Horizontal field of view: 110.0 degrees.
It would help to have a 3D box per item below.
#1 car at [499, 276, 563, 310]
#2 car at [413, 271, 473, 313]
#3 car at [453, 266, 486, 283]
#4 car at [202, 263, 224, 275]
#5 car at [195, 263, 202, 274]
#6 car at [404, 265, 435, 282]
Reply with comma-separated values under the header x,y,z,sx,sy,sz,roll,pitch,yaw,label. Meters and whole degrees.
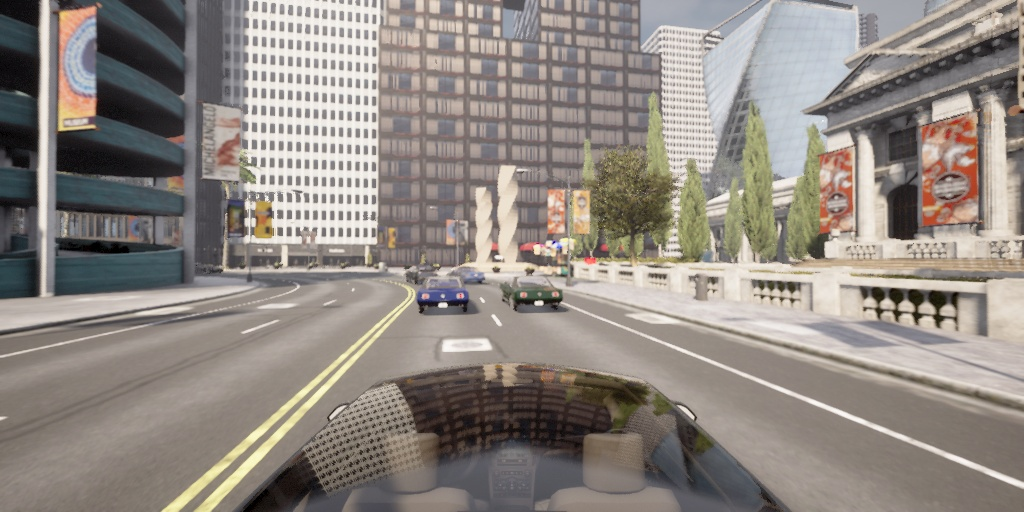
x,y,z,sx,sy,sz,roll,pitch,yaw,label
0.624,1.484,15.480,1.895,1.301,4.718,0,-1,-10,car
-2.828,1.479,14.917,1.895,1.301,4.718,0,-1,-10,car
-3.987,1.575,30.482,2.033,1.411,5.357,0,-1,-27,car
-40.937,1.699,47.566,4.892,1.490,1.837,-1,-1,5,car
-41.973,1.706,44.188,5.357,1.411,2.033,0,-1,4,car
-7.644,1.514,29.807,2.128,1.511,4.902,0,-1,-29,car
